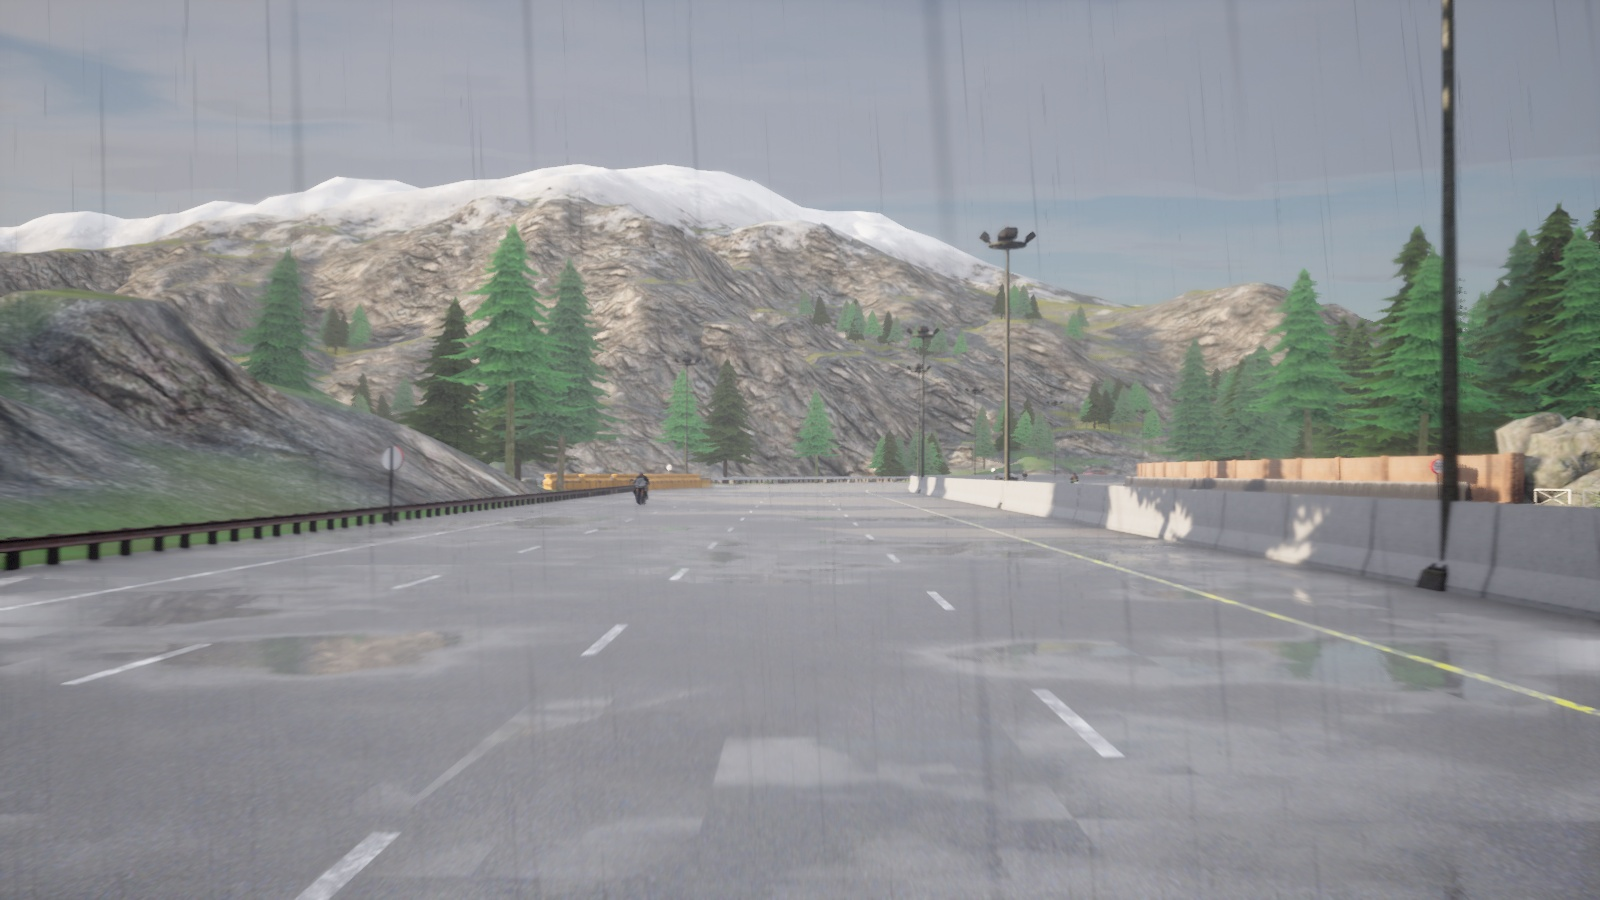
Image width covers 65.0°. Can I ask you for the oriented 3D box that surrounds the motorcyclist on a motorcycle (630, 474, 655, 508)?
[{"bbox_3d":[-7.138,1.836,56.926,0.866,1.530,2.191,0,-1,0],"label":"motorcyclist on a motorcycle"}]

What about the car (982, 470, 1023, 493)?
[{"bbox_3d":[13.791,2.149,85.726,2.007,1.525,4.514,0,-1,0],"label":"car"}]
